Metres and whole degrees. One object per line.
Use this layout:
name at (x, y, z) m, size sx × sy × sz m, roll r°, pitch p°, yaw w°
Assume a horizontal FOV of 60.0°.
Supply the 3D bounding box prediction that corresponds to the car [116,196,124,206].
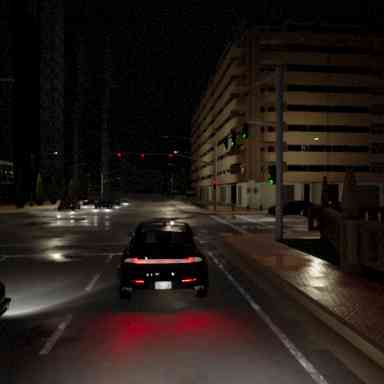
car at (-12.803, 1.354, 53.938) m, size 2.097 × 1.767 × 4.553 m, roll 0°, pitch 0°, yaw -6°

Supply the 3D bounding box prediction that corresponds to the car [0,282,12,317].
car at (-3.775, 1.547, 3.047) m, size 2.033 × 1.411 × 5.357 m, roll 0°, pitch 0°, yaw -4°

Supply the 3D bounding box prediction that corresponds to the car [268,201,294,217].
car at (9.696, 1.532, 31.399) m, size 5.008 × 1.535 × 1.882 m, roll 0°, pitch 0°, yaw -7°

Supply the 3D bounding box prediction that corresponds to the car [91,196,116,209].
car at (-11.802, 1.525, 44.790) m, size 1.812 × 1.442 × 4.674 m, roll 0°, pitch 0°, yaw -5°

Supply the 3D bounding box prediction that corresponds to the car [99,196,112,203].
car at (-17.865, 1.593, 68.871) m, size 1.895 × 1.301 × 4.718 m, roll 0°, pitch 0°, yaw -6°

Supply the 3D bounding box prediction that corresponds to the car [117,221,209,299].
car at (-0.711, 1.491, 8.491) m, size 2.128 × 1.511 × 4.902 m, roll 0°, pitch 0°, yaw -4°

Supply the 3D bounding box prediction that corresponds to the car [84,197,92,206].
car at (-16.297, 1.546, 53.712) m, size 2.033 × 1.411 × 5.357 m, roll 0°, pitch 0°, yaw -6°

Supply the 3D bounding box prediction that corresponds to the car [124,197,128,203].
car at (-14.319, 1.593, 68.632) m, size 1.895 × 1.301 × 4.718 m, roll 0°, pitch 0°, yaw -6°

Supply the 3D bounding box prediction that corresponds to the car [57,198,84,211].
car at (-14.859, 1.525, 40.414) m, size 1.812 × 1.442 × 4.674 m, roll 0°, pitch 0°, yaw -6°

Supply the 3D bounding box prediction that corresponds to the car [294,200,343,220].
car at (11.627, 1.546, 28.096) m, size 4.902 × 1.511 × 2.128 m, roll 0°, pitch 0°, yaw -6°
